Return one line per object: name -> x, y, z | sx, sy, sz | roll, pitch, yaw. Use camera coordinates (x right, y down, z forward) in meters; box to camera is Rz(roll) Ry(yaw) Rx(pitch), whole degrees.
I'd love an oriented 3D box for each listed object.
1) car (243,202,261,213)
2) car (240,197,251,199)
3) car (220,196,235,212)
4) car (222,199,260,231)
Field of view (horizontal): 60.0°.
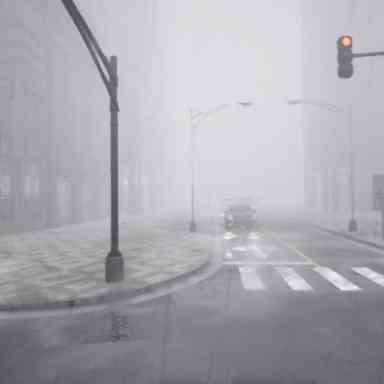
car -> 8.226, 2.118, 45.982 | 1.895, 1.301, 4.718 | -1, -1, 5
car -> 8.935, 1.864, 56.070 | 2.150, 2.045, 5.566 | -1, -1, 4
car -> 5.222, 1.794, 47.184 | 2.150, 2.045, 5.566 | -1, -1, 5
car -> 3.332, 1.626, 22.958 | 2.097, 1.767, 4.553 | -1, -1, 4
